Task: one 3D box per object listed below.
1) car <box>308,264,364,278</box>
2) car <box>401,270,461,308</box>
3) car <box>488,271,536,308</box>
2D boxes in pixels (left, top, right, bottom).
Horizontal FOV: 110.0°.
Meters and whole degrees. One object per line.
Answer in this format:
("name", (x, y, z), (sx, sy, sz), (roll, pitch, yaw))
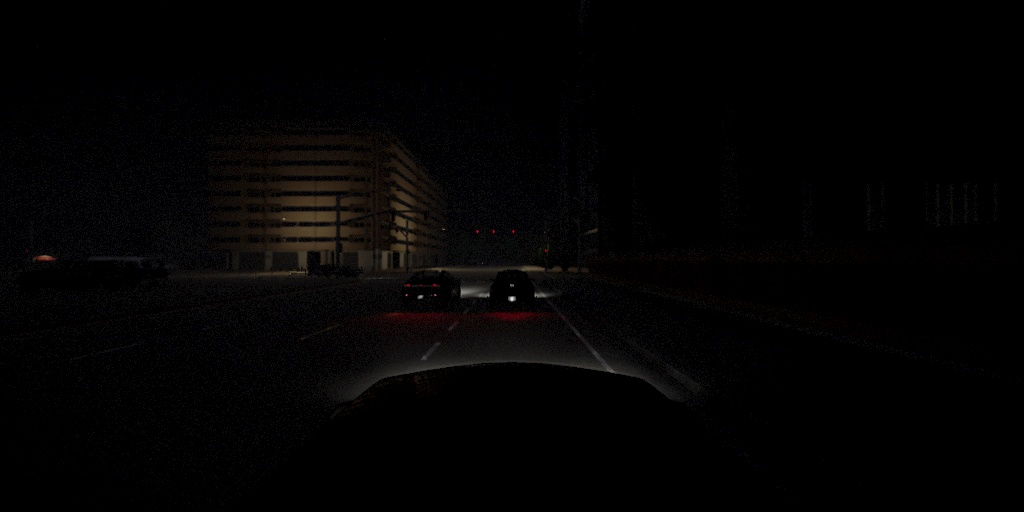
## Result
("car", (-18.653, 1.531, 38.090), (5.357, 1.411, 2.033), (0, -1, 0))
("car", (-3.494, 1.378, 16.140), (2.128, 1.511, 4.902), (0, 0, 0))
("car", (0.006, 1.393, 16.150), (1.837, 1.490, 4.892), (0, 0, 0))
